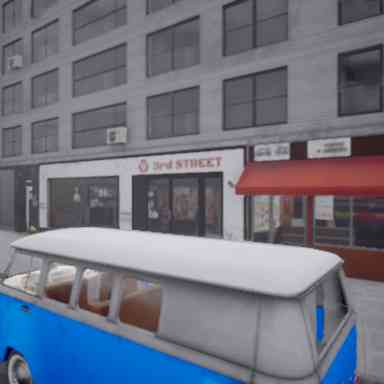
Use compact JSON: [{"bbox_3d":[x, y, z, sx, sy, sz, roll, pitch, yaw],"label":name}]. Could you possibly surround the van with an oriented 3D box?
[{"bbox_3d":[-0.467,1.343,3.409,3.998,1.788,1.690,0,0,35],"label":"van"}]
